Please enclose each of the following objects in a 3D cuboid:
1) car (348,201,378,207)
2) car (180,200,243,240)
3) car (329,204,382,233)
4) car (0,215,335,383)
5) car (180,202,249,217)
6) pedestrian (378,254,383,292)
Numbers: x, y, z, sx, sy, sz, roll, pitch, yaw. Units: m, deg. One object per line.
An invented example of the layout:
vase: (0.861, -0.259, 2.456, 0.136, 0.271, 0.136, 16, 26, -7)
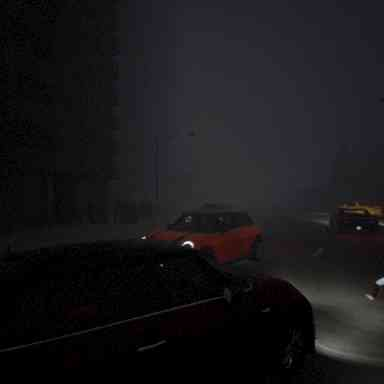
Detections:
car: (14.343, 1.477, 28.556, 1.882, 1.535, 5.008, 0, 0, 5)
car: (1.238, 1.352, 17.884, 2.097, 1.767, 4.553, 0, 0, 21)
car: (9.404, 1.601, 19.733, 1.895, 1.301, 4.718, 0, 0, 15)
car: (-0.537, 1.353, 3.889, 4.553, 1.767, 2.097, 0, 0, -39)
car: (0.374, 1.352, 10.008, 2.097, 1.767, 4.553, 0, 0, 37)
pedestrian: (4.042, 1.294, 6.679, 0.375, 1.860, 0.375, 0, 0, 40)
